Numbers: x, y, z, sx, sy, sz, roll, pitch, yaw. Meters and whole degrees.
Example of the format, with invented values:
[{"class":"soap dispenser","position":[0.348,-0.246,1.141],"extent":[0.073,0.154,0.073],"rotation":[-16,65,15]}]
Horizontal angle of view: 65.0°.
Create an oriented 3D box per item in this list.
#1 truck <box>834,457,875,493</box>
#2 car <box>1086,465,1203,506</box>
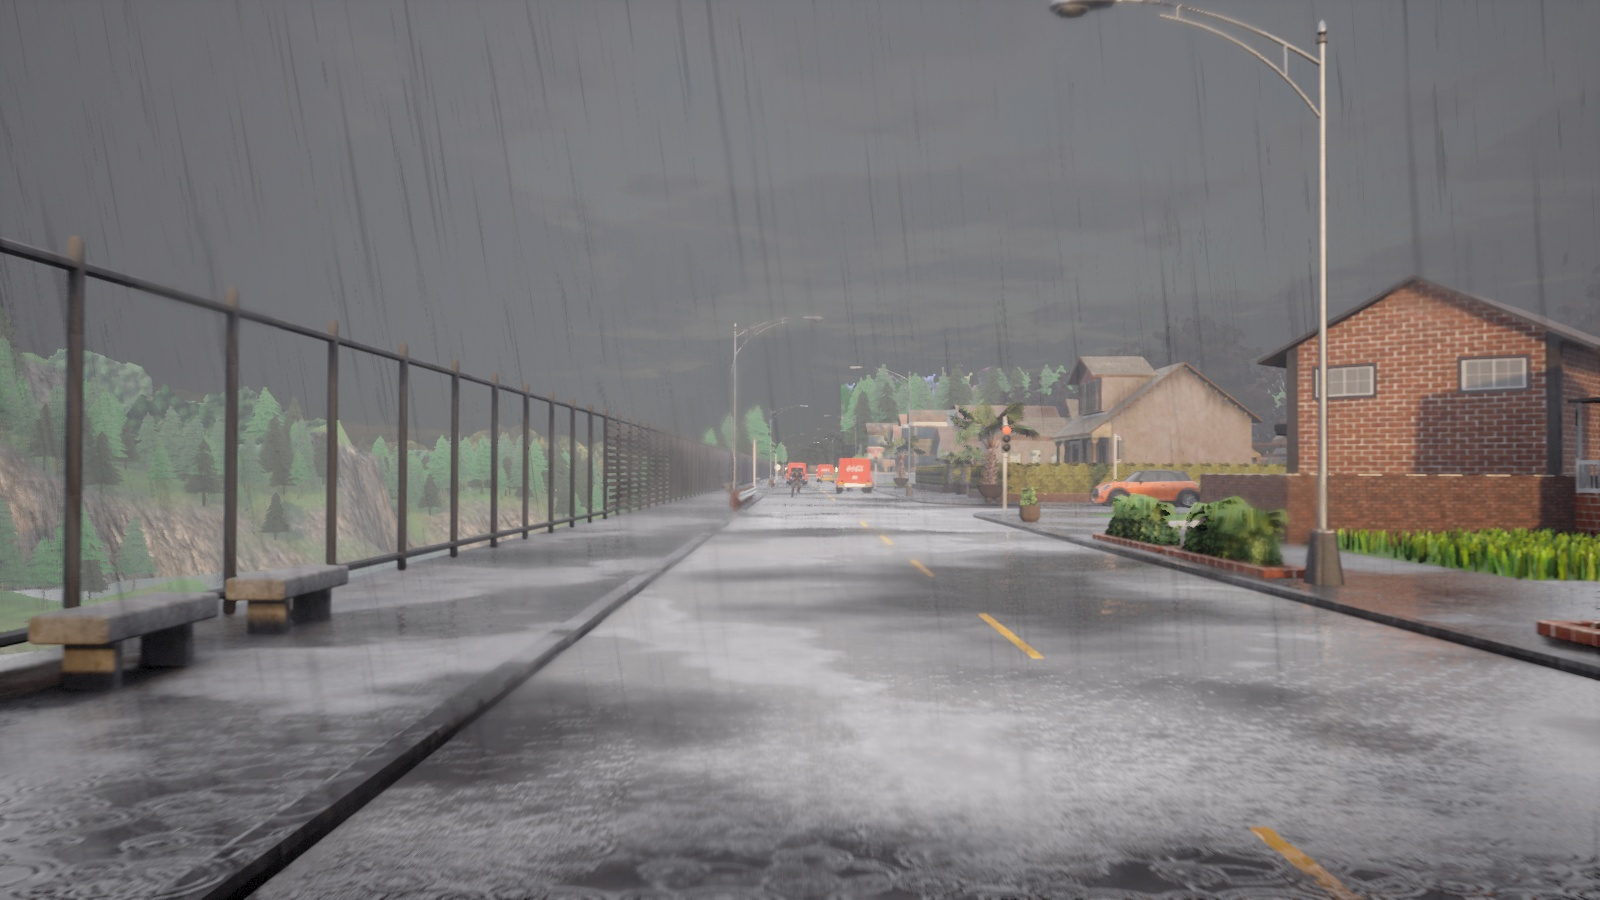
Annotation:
[{"class":"truck","position":[3.792,1.795,88.743],"extent":[2.627,2.467,5.204],"rotation":[0,-1,0]},{"class":"car","position":[15.086,1.537,55.202],"extent":[4.553,1.767,2.097],"rotation":[0,-1,0]}]
